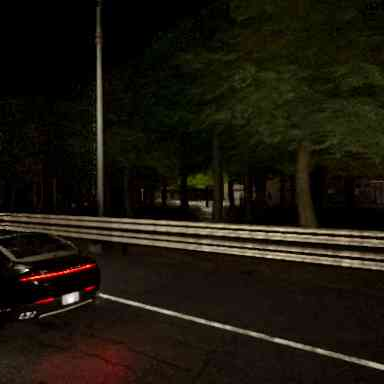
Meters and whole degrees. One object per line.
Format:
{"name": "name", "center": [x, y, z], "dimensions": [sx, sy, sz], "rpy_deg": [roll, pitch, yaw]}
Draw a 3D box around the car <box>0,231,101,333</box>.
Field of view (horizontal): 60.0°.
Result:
{"name": "car", "center": [-3.945, 1.585, 6.805], "dimensions": [4.892, 1.490, 1.837], "rpy_deg": [-3, -2, 35]}
